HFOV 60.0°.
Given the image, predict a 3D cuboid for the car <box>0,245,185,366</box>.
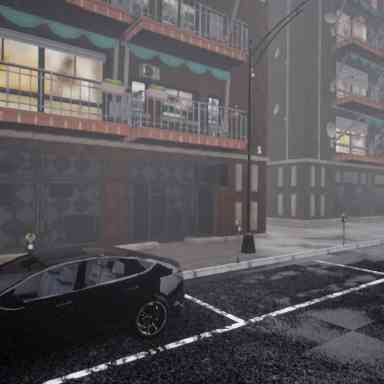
[{"bbox_3d":[-2.117,1.566,5.029,4.313,1.339,1.947,0,1,-35],"label":"car"}]
